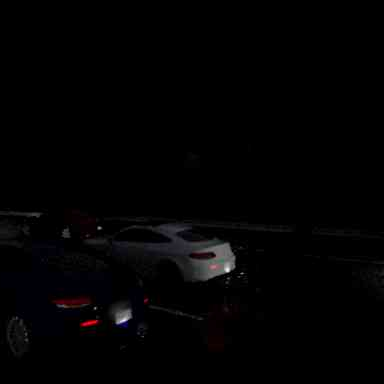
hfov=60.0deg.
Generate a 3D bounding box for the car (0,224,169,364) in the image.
[{"bbox_3d":[-2.842,1.522,5.799,4.674,1.442,1.812,0,0,34],"label":"car"}]

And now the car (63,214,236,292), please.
[{"bbox_3d":[-1.112,1.517,8.848,4.674,1.442,1.812,0,0,34],"label":"car"}]

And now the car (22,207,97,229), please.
[{"bbox_3d":[-6.265,1.467,16.275,5.008,1.535,1.882,0,0,32],"label":"car"}]
